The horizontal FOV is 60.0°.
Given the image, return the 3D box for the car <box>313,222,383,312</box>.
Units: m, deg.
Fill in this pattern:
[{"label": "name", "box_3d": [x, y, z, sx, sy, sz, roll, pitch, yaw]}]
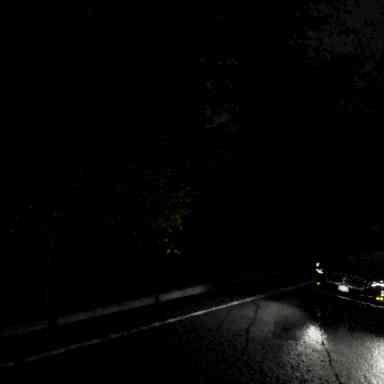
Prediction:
[{"label": "car", "box_3d": [4.668, 1.447, 7.324, 4.892, 1.490, 1.837, -1, 0, -36]}]
